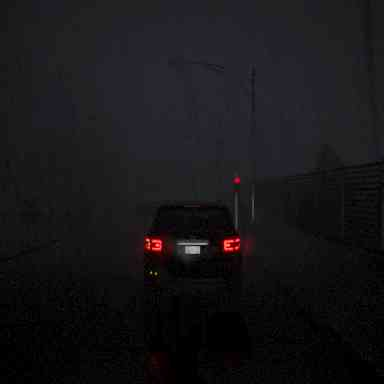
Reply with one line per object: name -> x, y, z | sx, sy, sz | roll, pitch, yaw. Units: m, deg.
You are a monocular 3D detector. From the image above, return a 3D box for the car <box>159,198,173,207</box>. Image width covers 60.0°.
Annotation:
car -> -4.153, 1.601, 53.590 | 1.895, 1.301, 4.718 | 0, 0, 0

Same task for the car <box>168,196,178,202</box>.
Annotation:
car -> -4.083, 1.552, 73.338 | 1.994, 1.385, 4.181 | 0, 0, 0

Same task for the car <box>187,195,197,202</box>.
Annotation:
car -> -0.097, 1.478, 77.545 | 1.882, 1.535, 5.008 | 0, 0, -4

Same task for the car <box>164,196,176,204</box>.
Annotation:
car -> -4.125, 1.547, 63.353 | 2.033, 1.411, 5.357 | 0, 0, 0

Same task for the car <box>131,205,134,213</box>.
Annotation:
car -> -3.459, 1.526, 31.451 | 4.674, 1.442, 1.812 | 0, 1, -39

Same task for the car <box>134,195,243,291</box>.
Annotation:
car -> 0.033, 1.221, 9.158 | 2.150, 2.045, 5.566 | 0, 0, 0

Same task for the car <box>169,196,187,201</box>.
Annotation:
car -> -3.803, 1.595, 87.234 | 4.718, 1.301, 1.895 | 0, 0, 40
